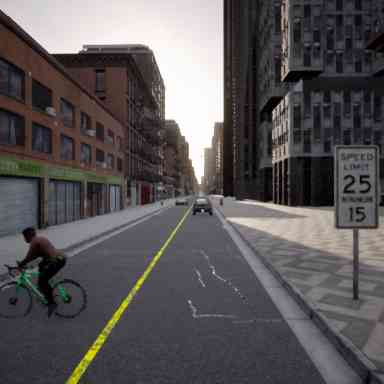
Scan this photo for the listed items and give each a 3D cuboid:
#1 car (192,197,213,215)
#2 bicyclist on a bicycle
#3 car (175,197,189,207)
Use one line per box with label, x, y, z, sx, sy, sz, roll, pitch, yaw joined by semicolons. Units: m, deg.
car;1.063;1.499;33.568;1.837;1.490;4.892;0;0;1
bicyclist on a bicycle;-2.693;1.453;5.884;1.656;1.620;0.582;-2;0;2
car;-1.569;1.557;52.625;1.994;1.385;4.181;0;0;2
